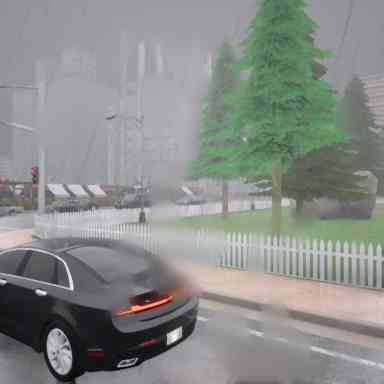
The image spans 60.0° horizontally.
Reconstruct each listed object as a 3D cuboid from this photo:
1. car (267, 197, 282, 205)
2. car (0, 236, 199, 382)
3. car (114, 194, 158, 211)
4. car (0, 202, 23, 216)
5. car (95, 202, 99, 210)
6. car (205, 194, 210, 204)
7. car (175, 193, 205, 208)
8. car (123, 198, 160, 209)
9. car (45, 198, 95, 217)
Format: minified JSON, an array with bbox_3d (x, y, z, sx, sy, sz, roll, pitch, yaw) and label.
[{"bbox_3d":[14.945,1.564,59.830,1.994,1.385,4.181,0,0,34],"label":"car"},{"bbox_3d":[-2.178,1.505,5.481,4.892,1.490,1.837,0,0,36],"label":"car"},{"bbox_3d":[-6.851,1.221,40.283,2.150,2.045,5.566,0,0,34],"label":"car"},{"bbox_3d":[-18.020,1.600,30.051,1.895,1.301,4.718,0,0,36],"label":"car"},{"bbox_3d":[-12.883,1.477,37.583,1.882,1.535,5.008,0,0,34],"label":"car"},{"bbox_3d":[1.450,1.507,58.779,1.837,1.490,4.892,0,-1,34],"label":"car"},{"bbox_3d":[-0.498,1.351,49.706,2.097,1.767,4.553,0,0,34],"label":"car"},{"bbox_3d":[-6.980,1.547,46.363,2.033,1.411,5.357,0,0,34],"label":"car"},{"bbox_3d":[-12.325,1.491,32.136,2.128,1.511,4.902,0,0,34],"label":"car"}]
